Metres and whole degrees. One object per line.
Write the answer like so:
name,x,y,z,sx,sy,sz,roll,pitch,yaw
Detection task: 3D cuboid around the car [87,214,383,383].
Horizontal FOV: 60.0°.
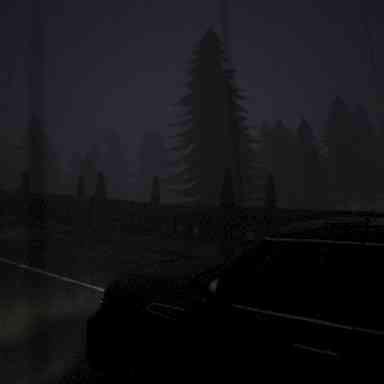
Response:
car,1.487,1.226,2.931,5.566,2.045,2.150,0,0,36
